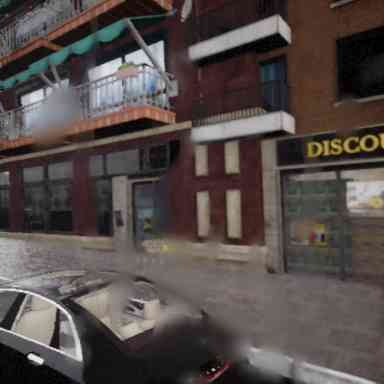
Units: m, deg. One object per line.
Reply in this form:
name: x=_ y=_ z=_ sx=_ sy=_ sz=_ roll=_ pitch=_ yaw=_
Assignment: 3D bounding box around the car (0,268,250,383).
car: x=-1.513 y=1.586 z=3.831 sx=4.403 sy=1.369 sz=2.008 roll=-1 pitch=-2 yaw=36
